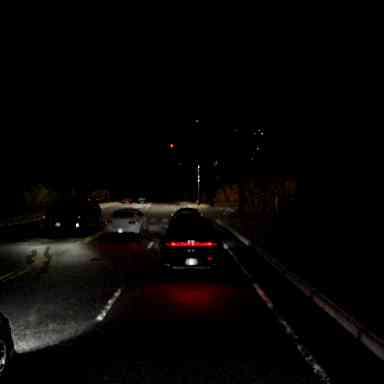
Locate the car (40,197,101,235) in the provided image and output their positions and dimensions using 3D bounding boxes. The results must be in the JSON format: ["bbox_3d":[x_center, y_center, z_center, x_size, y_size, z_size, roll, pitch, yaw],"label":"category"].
[{"bbox_3d":[-6.907,1.325,19.748,2.150,2.045,5.566,0,-1,-1],"label":"car"}]

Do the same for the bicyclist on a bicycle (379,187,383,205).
[{"bbox_3d":[17.485,0.381,30.181,0.582,1.620,1.656,-2,-1,-3],"label":"bicyclist on a bicycle"}]

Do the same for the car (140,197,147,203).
[{"bbox_3d":[-12.861,2.162,88.195,1.994,1.385,4.181,0,-1,-8],"label":"car"}]

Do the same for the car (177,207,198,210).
[{"bbox_3d":[-0.280,1.650,20.306,2.033,1.411,5.357,0,0,-2],"label":"car"}]

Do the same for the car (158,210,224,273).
[{"bbox_3d":[-0.040,1.556,10.902,1.837,1.490,4.892,0,-1,-1],"label":"car"}]

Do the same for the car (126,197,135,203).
[{"bbox_3d":[-16.077,2.132,87.730,2.128,1.511,4.902,0,-1,-8],"label":"car"}]

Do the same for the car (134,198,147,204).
[{"bbox_3d":[-10.846,2.001,72.733,2.128,1.511,4.902,0,0,-6],"label":"car"}]

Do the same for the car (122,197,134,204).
[{"bbox_3d":[-14.065,1.997,72.287,1.812,1.442,4.674,0,0,-6],"label":"car"}]

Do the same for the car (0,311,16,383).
[{"bbox_3d":[-3.184,1.575,2.448,1.994,1.385,4.181,0,0,0],"label":"car"}]

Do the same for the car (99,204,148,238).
[{"bbox_3d":[-3.487,1.617,18.128,1.812,1.442,4.674,0,0,-2],"label":"car"}]
